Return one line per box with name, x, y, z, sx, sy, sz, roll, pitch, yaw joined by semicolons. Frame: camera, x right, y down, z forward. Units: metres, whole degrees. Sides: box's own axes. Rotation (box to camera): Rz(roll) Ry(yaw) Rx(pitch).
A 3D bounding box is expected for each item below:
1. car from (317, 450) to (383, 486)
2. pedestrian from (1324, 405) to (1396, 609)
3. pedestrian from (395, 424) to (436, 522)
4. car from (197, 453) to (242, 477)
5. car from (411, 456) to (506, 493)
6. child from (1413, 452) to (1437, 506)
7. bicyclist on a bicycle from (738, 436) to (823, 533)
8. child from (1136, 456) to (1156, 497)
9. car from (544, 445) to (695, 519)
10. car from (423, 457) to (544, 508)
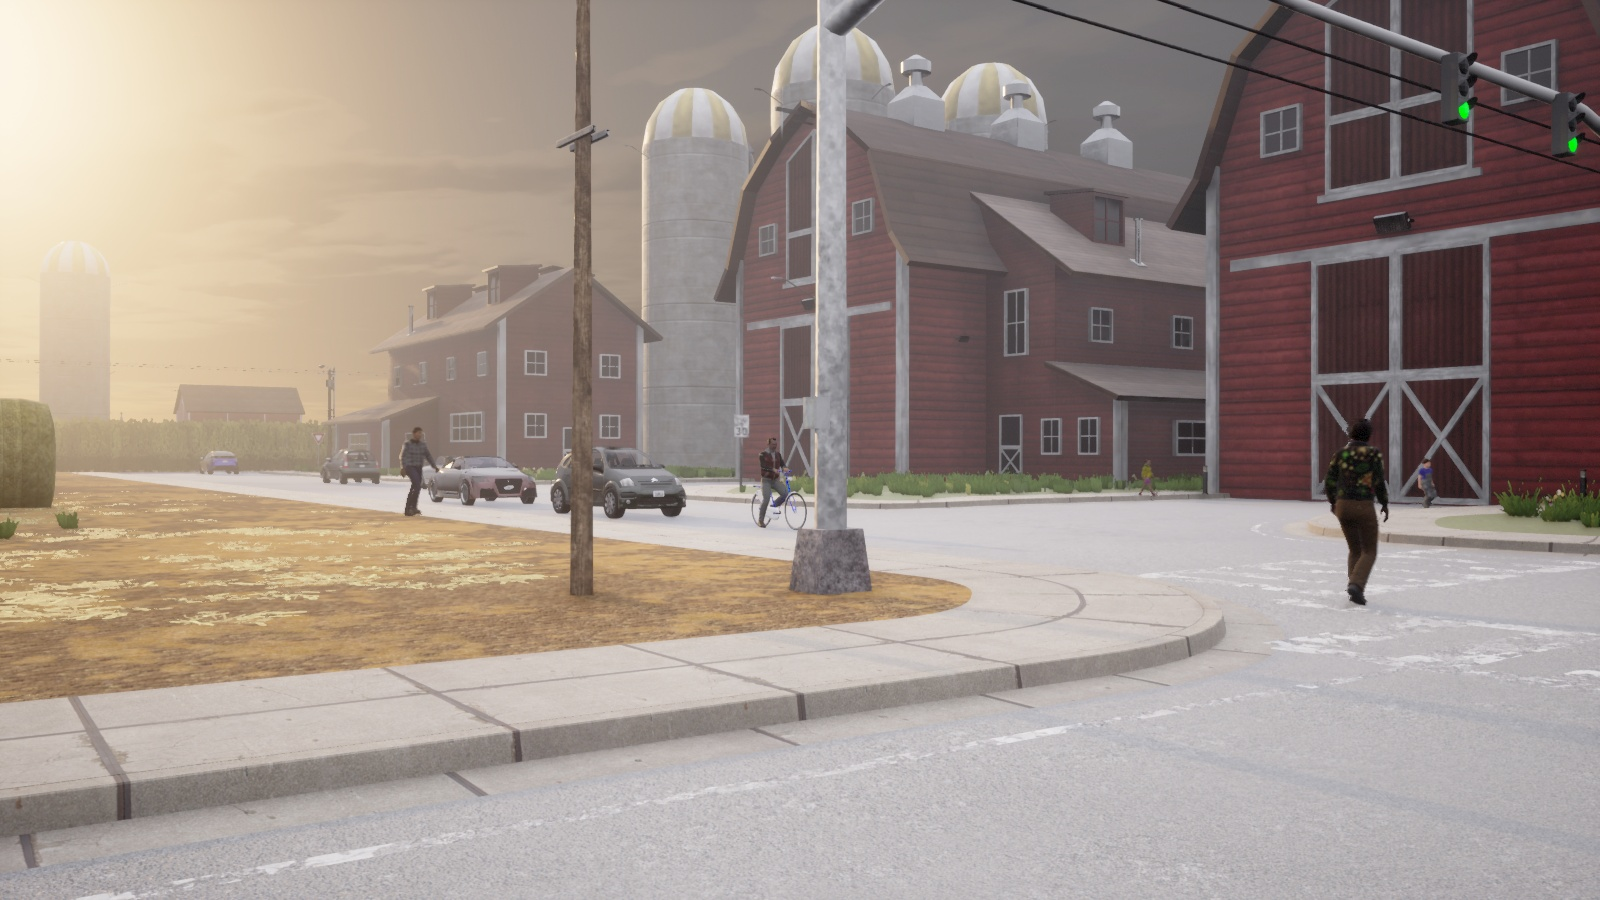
car;-20.952;0.804;58.407;1.851;1.617;3.988;0;0;-36
pedestrian;5.465;0.538;12.246;0.692;1.930;0.395;0;0;-42
pedestrian;-7.784;0.455;25.422;0.788;1.949;0.423;0;0;37
car;-37.926;0.946;81.981;2.007;1.525;4.514;0;0;-34
car;-12.934;0.910;47.313;1.895;1.301;4.718;-1;0;-36
child;14.833;0.682;29.799;0.270;1.263;0.437;0;0;-17
bicyclist on a bicycle;-0.399;0.641;24.027;0.659;1.776;1.843;-1;0;-36
child;9.904;0.743;35.939;0.299;1.160;0.473;0;0;-44
car;-4.279;0.697;29.392;1.851;1.617;3.988;0;0;-36
car;-9.154;0.890;36.138;1.994;1.385;4.181;0;0;-36
